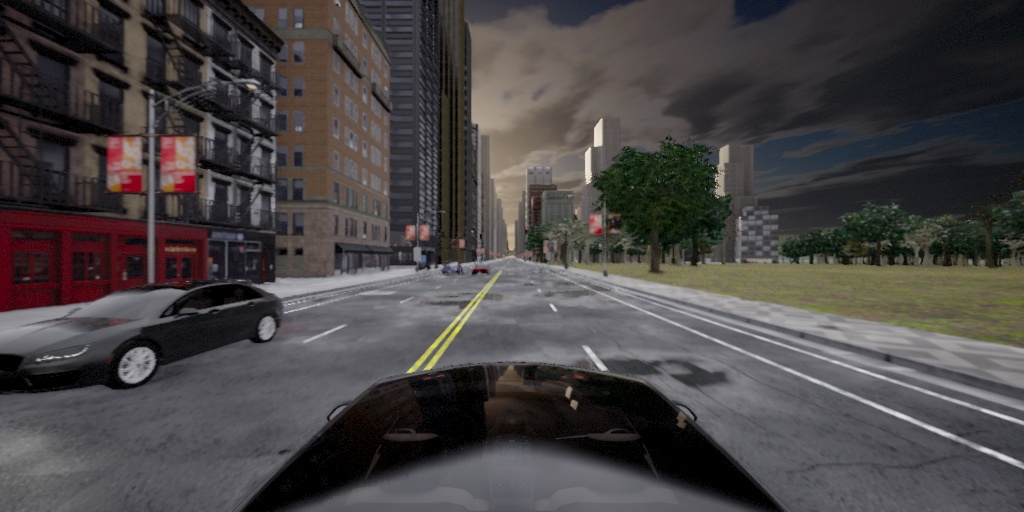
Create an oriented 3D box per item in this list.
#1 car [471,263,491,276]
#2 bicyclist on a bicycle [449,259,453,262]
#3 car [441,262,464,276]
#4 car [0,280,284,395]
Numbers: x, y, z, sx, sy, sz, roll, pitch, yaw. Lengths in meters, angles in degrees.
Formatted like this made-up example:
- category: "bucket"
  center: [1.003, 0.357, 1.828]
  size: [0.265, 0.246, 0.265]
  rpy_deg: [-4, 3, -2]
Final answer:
- category: "car"
  center: [-3.328, 1.467, 39.160]
  size: [1.895, 1.301, 4.718]
  rpy_deg: [0, 0, 0]
- category: "bicyclist on a bicycle"
  center: [-8.741, 1.293, 51.286]
  size: [0.659, 1.776, 1.843]
  rpy_deg: [0, -1, 0]
- category: "car"
  center: [-6.573, 1.395, 39.979]
  size: [1.812, 1.442, 4.674]
  rpy_deg: [0, 0, 0]
- category: "car"
  center: [-6.582, 1.272, 6.937]
  size: [1.837, 1.490, 4.892]
  rpy_deg: [0, -1, 0]
